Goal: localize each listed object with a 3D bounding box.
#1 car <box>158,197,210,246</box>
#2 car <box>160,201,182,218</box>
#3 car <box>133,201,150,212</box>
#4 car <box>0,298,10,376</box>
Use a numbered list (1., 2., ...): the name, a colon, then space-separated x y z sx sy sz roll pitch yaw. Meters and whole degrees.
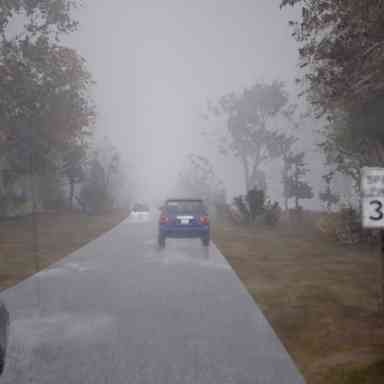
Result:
1. car: -0.418 1.259 15.741 2.150 2.045 5.566 0 0 -3
2. car: -2.237 1.700 34.153 1.882 1.535 5.008 1 -1 -7
3. car: -6.590 1.912 43.220 1.994 1.385 4.181 1 -1 -10
4. car: -2.910 1.502 1.760 1.837 1.490 4.892 0 0 -1
